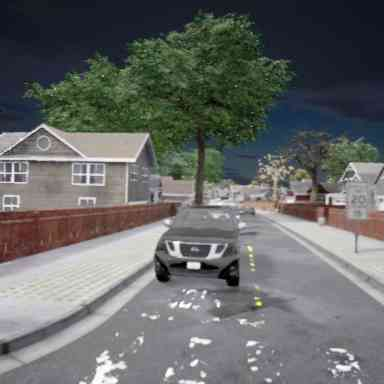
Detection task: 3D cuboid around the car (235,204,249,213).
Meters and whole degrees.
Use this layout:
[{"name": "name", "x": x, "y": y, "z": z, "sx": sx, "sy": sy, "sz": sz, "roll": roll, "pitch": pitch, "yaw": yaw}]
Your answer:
[{"name": "car", "x": 8.435, "y": 2.760, "z": 56.433, "sx": 1.812, "sy": 1.442, "sz": 4.674, "roll": 2, "pitch": -1, "yaw": 4}]

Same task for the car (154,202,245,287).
[{"name": "car", "x": 0.469, "y": 1.434, "z": 10.513, "sx": 2.150, "sy": 2.045, "sz": 5.566, "roll": 1, "pitch": -1, "yaw": 9}]

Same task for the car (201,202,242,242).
[{"name": "car", "x": 1.970, "y": 1.669, "z": 20.764, "sx": 2.150, "sy": 2.045, "sz": 5.566, "roll": 1, "pitch": -1, "yaw": 7}]

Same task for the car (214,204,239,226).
[{"name": "car", "x": 3.233, "y": 2.014, "z": 30.755, "sx": 2.097, "sy": 1.767, "sz": 4.553, "roll": 2, "pitch": -1, "yaw": 7}]

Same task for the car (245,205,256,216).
[{"name": "car", "x": 7.709, "y": 2.538, "z": 46.178, "sx": 2.128, "sy": 1.511, "sz": 4.902, "roll": 2, "pitch": -1, "yaw": 5}]
